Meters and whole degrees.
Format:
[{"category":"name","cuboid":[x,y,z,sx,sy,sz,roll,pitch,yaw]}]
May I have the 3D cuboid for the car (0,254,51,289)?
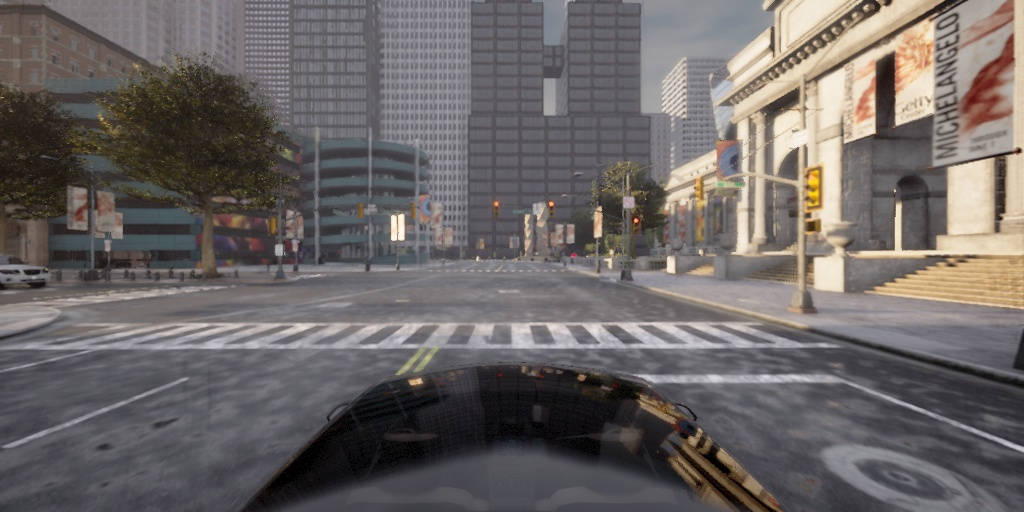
[{"category":"car","cuboid":[-31.114,0.882,21.273,5.566,2.045,2.150,1,0,0]}]
